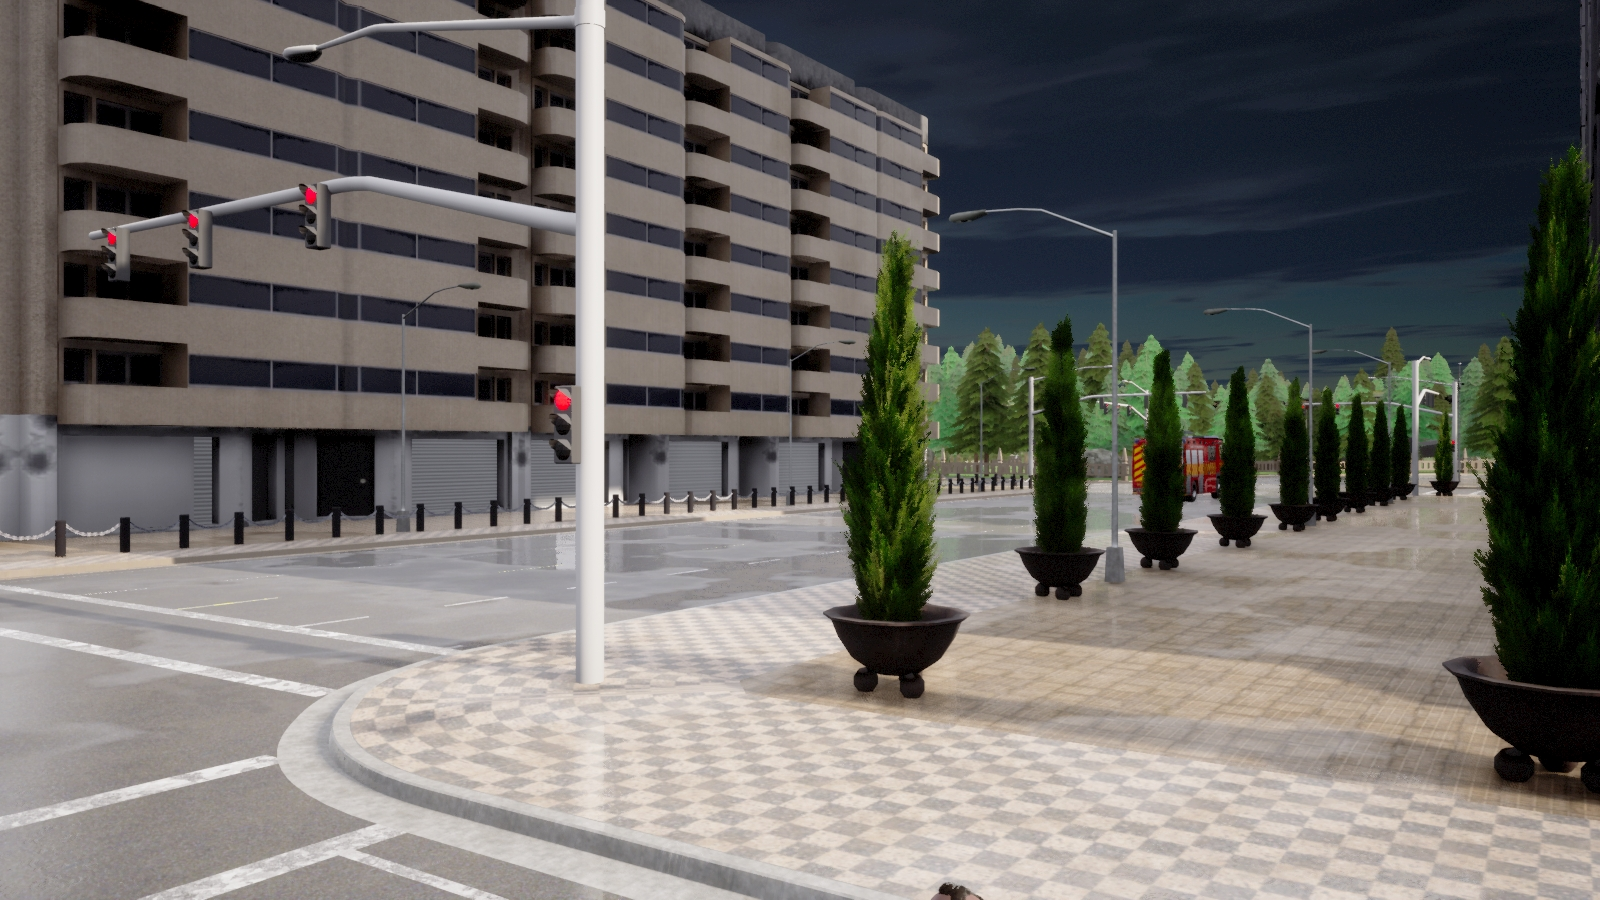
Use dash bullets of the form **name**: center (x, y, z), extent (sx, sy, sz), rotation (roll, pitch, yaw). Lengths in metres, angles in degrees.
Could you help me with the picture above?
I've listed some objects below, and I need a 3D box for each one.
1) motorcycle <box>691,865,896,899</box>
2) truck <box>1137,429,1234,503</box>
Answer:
- **motorcycle**: center (0.516, 2.205, 3.364), extent (2.209, 1.251, 0.867), rotation (0, 0, 34)
- **truck**: center (21.438, 0.835, 63.219), extent (2.891, 3.827, 8.468), rotation (0, 0, 34)
